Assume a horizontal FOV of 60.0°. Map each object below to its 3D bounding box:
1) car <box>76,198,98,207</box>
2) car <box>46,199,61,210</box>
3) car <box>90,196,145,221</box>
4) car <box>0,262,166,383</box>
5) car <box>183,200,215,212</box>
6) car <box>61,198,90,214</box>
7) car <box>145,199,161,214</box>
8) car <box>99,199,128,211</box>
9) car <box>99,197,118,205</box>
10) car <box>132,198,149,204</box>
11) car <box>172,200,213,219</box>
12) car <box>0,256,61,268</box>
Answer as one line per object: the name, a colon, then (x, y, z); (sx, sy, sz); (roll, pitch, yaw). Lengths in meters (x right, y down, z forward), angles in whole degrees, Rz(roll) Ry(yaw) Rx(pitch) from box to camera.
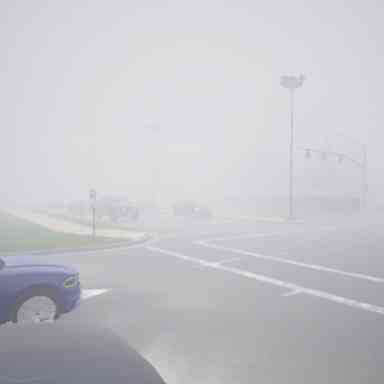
car: (-17.880, 1.782, 56.489); (2.033, 1.411, 5.357); (1, -1, -35)
car: (-18.390, 1.708, 45.187); (1.994, 1.385, 4.181); (1, -1, -36)
car: (-6.622, 1.369, 29.045); (2.150, 2.045, 5.566); (1, -1, -36)
car: (-2.704, 1.531, 1.832); (5.357, 1.411, 2.033); (1, -1, -35)
car: (0.864, 1.869, 44.548); (1.812, 1.442, 4.674); (1, -1, -36)
car: (-12.510, 1.637, 37.098); (2.128, 1.511, 4.902); (1, -1, -36)
car: (-5.443, 1.728, 39.287); (2.128, 1.511, 4.902); (1, -1, -36)
car: (-11.246, 1.783, 47.254); (2.033, 1.411, 5.357); (1, -1, -36)
car: (-17.514, 1.863, 69.752); (2.128, 1.511, 4.902); (1, -1, -36)
car: (-11.393, 1.983, 73.231); (1.994, 1.385, 4.181); (1, -1, -36)
car: (-0.030, 1.591, 31.888); (2.097, 1.767, 4.553); (1, -1, -36)
car: (-4.266, 1.469, 5.017); (5.008, 1.535, 1.882); (1, 0, -35)
